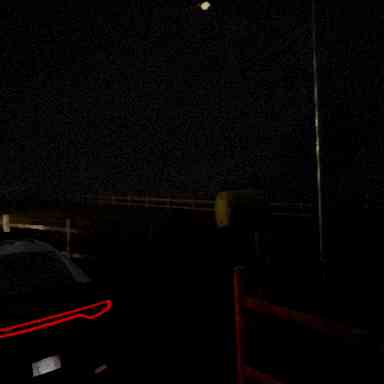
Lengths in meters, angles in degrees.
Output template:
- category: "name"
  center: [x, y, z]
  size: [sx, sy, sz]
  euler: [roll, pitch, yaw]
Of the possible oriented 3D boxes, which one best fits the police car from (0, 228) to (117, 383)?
- category: "police car"
  center: [-3.027, 1.397, 5.032]
  size: [1.930, 1.638, 5.238]
  euler: [-2, 1, -41]
